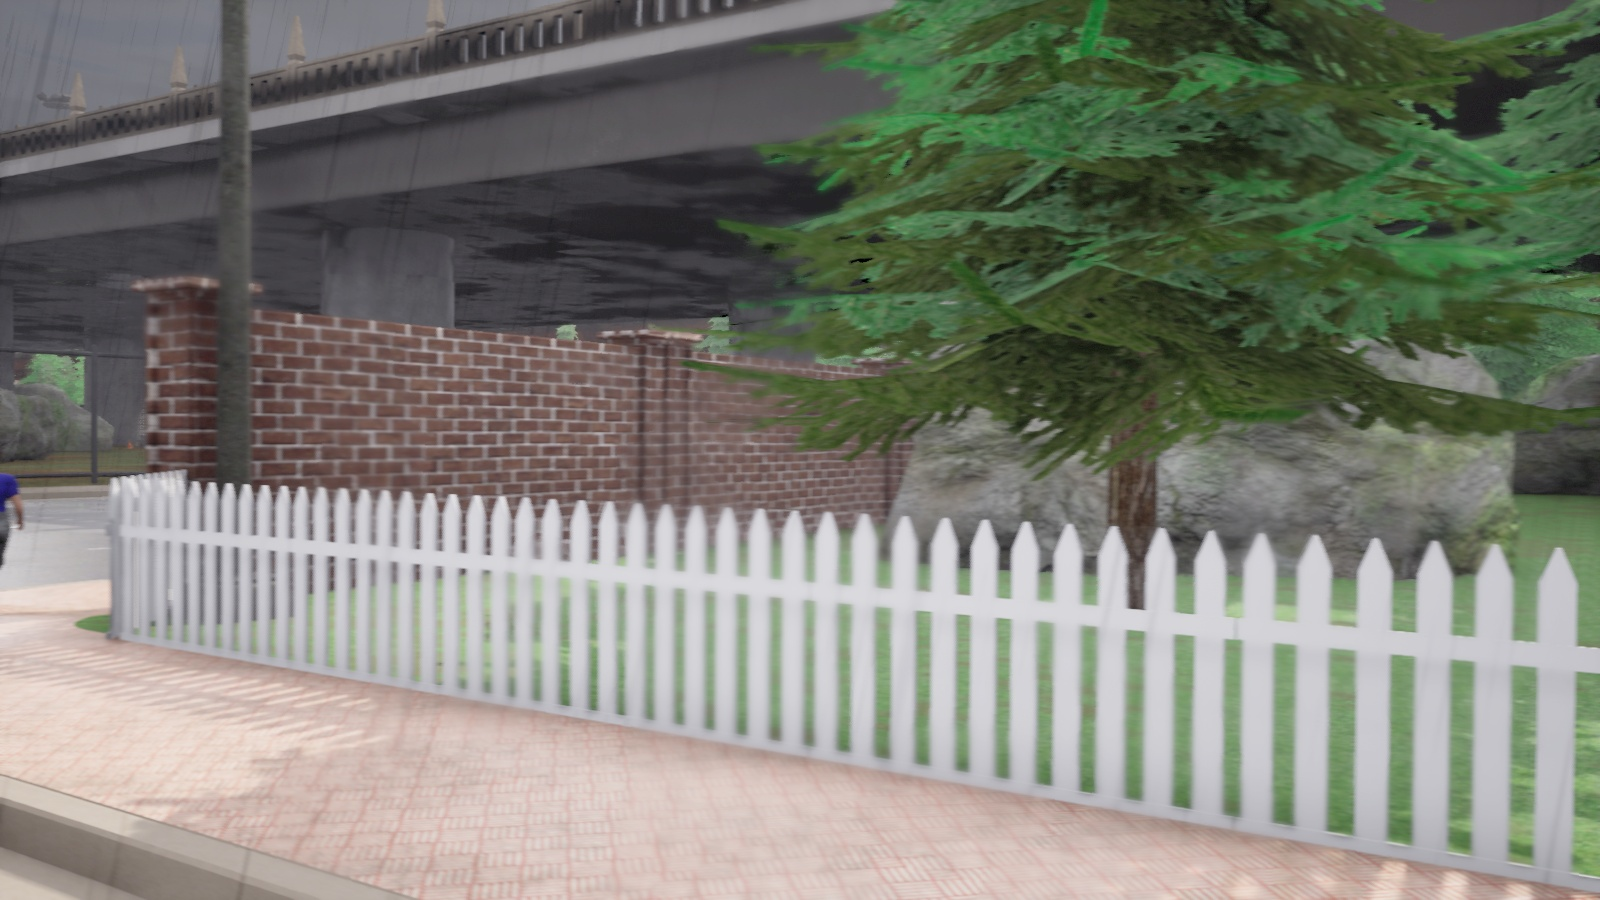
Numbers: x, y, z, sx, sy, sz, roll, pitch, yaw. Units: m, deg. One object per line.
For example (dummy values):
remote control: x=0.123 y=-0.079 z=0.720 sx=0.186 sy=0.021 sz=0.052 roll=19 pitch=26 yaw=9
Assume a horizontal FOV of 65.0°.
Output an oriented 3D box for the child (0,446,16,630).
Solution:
child: x=-5.695 y=0.604 z=8.798 sx=0.270 sy=1.263 sz=0.437 roll=-1 pitch=1 yaw=-24
